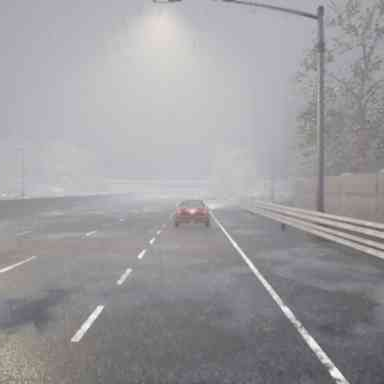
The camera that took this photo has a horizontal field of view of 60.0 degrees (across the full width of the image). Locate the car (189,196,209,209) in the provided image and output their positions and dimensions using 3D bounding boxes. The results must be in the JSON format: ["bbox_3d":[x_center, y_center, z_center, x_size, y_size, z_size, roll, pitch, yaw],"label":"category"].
[{"bbox_3d":[0.912,1.247,40.450,1.812,1.442,4.674,0,0,8],"label":"car"}]

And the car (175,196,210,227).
[{"bbox_3d":[0.017,1.199,21.741,2.097,1.767,4.553,0,0,0],"label":"car"}]
